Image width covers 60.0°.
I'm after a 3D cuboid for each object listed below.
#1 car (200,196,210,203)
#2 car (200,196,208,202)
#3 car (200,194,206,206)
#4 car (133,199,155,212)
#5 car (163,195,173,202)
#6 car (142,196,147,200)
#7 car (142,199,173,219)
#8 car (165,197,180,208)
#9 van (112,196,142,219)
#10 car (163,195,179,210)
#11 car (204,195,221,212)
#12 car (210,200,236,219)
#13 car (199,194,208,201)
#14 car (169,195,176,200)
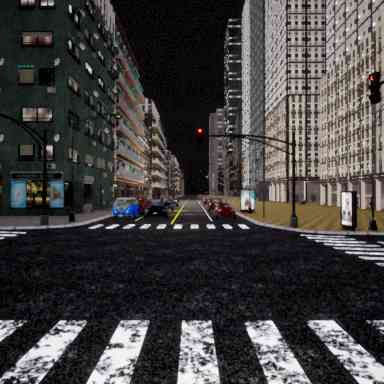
[{"bbox_3d":[2.818,1.590,72.640,1.887,1.381,4.507,0,0,0],"label":"car"},{"bbox_3d":[2.827,1.634,78.167,1.802,1.307,4.206,0,0,0],"label":"car"},{"bbox_3d":[2.791,1.468,56.057,1.967,1.590,4.097,0,0,0],"label":"car"},{"bbox_3d":[-5.618,1.560,39.490,1.887,1.381,4.507,0,0,0],"label":"car"},{"bbox_3d":[-5.553,1.492,78.182,1.967,1.590,4.097,0,0,0],"label":"car"},{"bbox_3d":[-5.626,1.327,33.962,2.192,1.841,5.009,0,0,0],"label":"car"},{"bbox_3d":[-3.051,1.574,29.455,1.994,1.385,4.181,0,0,0],"label":"car"},{"bbox_3d":[-3.003,1.570,51.479,2.033,1.411,5.357,0,0,0],"label":"car"},{"bbox_3d":[-5.635,1.351,28.434,1.690,1.788,3.998,0,0,0],"label":"van"},{"bbox_3d":[-3.034,1.507,39.478,2.128,1.511,4.902,0,0,0],"label":"car"},{"bbox_3d":[2.764,1.456,39.475,1.967,1.590,4.097,0,0,0],"label":"car"},{"bbox_3d":[2.744,1.592,28.419,1.802,1.307,4.206,0,0,0],"label":"car"},{"bbox_3d":[2.838,1.373,83.695,2.192,1.841,5.009,0,0,0],"label":"car"},{"bbox_3d":[-5.526,1.639,94.765,1.947,1.339,4.313,0,0,0],"label":"car"}]
